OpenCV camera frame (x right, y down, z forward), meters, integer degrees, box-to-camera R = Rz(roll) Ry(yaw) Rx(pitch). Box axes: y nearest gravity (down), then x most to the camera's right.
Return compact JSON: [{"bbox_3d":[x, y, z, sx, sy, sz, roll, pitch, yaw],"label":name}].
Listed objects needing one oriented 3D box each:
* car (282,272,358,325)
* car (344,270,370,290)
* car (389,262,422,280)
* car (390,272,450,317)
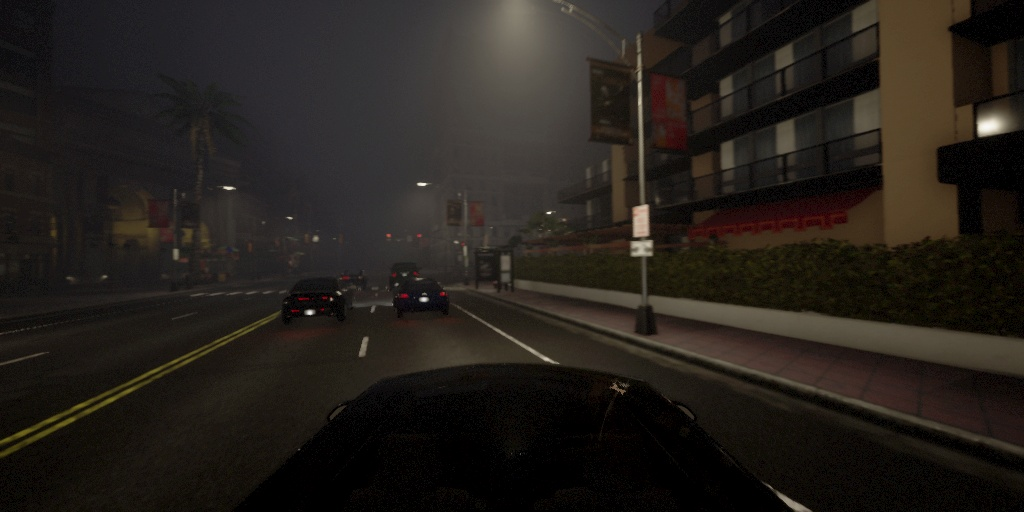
[{"bbox_3d":[-7.052,1.529,13.404,1.837,1.490,4.892,-1,-1,-19],"label":"car"},{"bbox_3d":[-12.071,1.791,27.496,2.128,1.511,4.902,-1,-1,-19],"label":"car"},{"bbox_3d":[-8.157,1.465,27.644,2.150,2.045,5.566,-1,-1,-14],"label":"car"},{"bbox_3d":[-3.801,1.557,14.711,1.994,1.385,4.181,-1,-1,-19],"label":"car"}]
